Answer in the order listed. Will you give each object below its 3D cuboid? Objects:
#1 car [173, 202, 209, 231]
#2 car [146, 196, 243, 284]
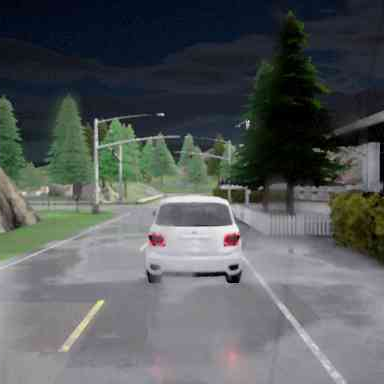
[{"bbox_3d":[-0.058,1.372,19.903,1.895,1.301,4.718,0,1,0],"label":"car"},{"bbox_3d":[0.031,1.113,9.369,2.150,2.045,5.566,0,1,0],"label":"car"}]
